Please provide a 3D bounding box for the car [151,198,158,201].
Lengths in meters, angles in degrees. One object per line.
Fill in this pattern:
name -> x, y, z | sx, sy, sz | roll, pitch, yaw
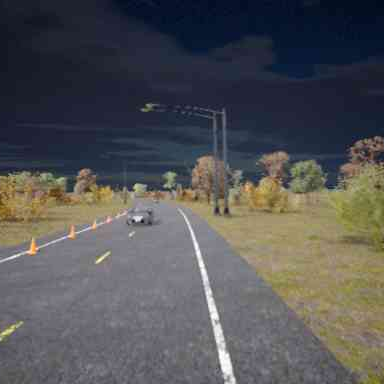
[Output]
car -> -9.105, 2.177, 80.559 | 2.128, 1.511, 4.902 | -1, 0, -8

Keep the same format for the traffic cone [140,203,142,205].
traffic cone -> -9.445, 2.510, 58.162 | 0.340, 0.580, 0.340 | -1, 0, -6

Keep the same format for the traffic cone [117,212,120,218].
traffic cone -> -7.384, 2.311, 33.372 | 0.340, 0.580, 0.340 | -1, 0, -4

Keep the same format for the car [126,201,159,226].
car -> -3.917, 1.728, 25.687 | 2.128, 1.511, 4.902 | -1, 0, -3

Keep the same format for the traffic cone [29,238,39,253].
traffic cone -> -6.434, 2.169, 13.493 | 0.340, 0.580, 0.340 | -1, 0, -2

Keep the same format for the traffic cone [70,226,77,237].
traffic cone -> -6.613, 2.203, 18.466 | 0.340, 0.580, 0.340 | -1, 0, -2

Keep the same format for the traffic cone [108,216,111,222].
traffic cone -> -7.088, 2.274, 28.406 | 0.340, 0.580, 0.340 | -1, 0, -3
